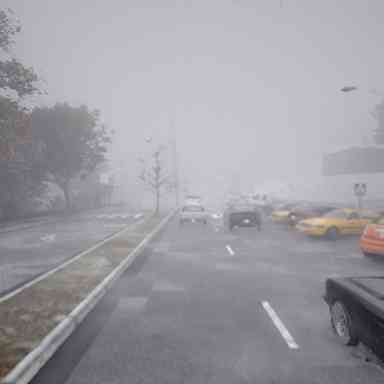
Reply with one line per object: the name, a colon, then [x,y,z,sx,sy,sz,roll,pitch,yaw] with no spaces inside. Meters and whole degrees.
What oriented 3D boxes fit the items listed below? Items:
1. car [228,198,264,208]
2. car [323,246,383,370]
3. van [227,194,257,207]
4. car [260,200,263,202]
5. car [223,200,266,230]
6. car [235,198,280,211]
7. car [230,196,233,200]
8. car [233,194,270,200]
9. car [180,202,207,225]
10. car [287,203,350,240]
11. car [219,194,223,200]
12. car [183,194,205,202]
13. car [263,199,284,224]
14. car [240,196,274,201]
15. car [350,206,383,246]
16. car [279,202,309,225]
car: [8.088,1.630,49.980,4.792,1.488,2.163,1,-1,-20]
car: [3.100,1.621,3.415,1.895,1.301,4.718,0,0,0]
van: [7.956,1.390,52.908,4.442,1.987,1.878,1,0,-20]
car: [8.062,1.562,26.111,4.674,1.452,2.002,1,0,-20]
car: [3.097,1.509,21.255,1.882,1.535,5.008,0,0,0]
car: [8.069,1.555,41.018,5.008,1.535,2.097,1,0,-20]
car: [8.056,1.570,44.003,4.892,1.521,2.231,1,-1,-20]
car: [8.093,1.292,38.054,5.566,2.045,2.435,1,0,-20]
car: [0.097,1.630,24.448,1.895,1.301,4.718,0,0,0]
car: [7.894,1.524,17.096,5.366,1.575,1.946,1,0,-20]
car: [7.889,1.628,55.866,5.366,1.575,1.946,1,0,-20]
car: [0.089,1.281,40.779,2.150,2.045,5.566,0,-1,0]
car: [7.893,1.516,23.063,5.366,1.575,1.946,1,0,-20]
car: [8.074,1.536,35.052,4.892,1.521,2.231,1,0,-20]
car: [8.041,1.406,11.187,4.553,1.767,2.185,1,0,-20]
car: [8.093,1.556,20.158,4.792,1.488,2.163,1,0,-20]
